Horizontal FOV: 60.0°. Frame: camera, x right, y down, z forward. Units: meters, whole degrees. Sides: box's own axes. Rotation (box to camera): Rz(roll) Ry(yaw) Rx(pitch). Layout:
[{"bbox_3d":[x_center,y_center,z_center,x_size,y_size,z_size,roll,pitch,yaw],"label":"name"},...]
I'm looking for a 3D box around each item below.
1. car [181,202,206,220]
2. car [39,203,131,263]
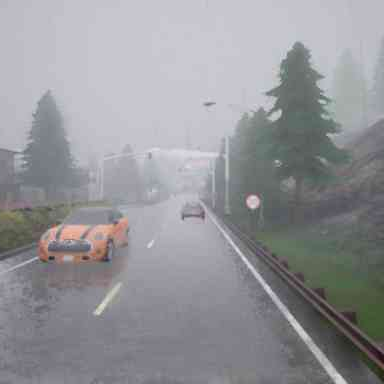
[{"bbox_3d":[0.094,1.528,27.793,1.994,1.385,4.181,0,0,0],"label":"car"},{"bbox_3d":[-3.593,1.336,11.928,2.097,1.767,4.553,0,0,0],"label":"car"}]
